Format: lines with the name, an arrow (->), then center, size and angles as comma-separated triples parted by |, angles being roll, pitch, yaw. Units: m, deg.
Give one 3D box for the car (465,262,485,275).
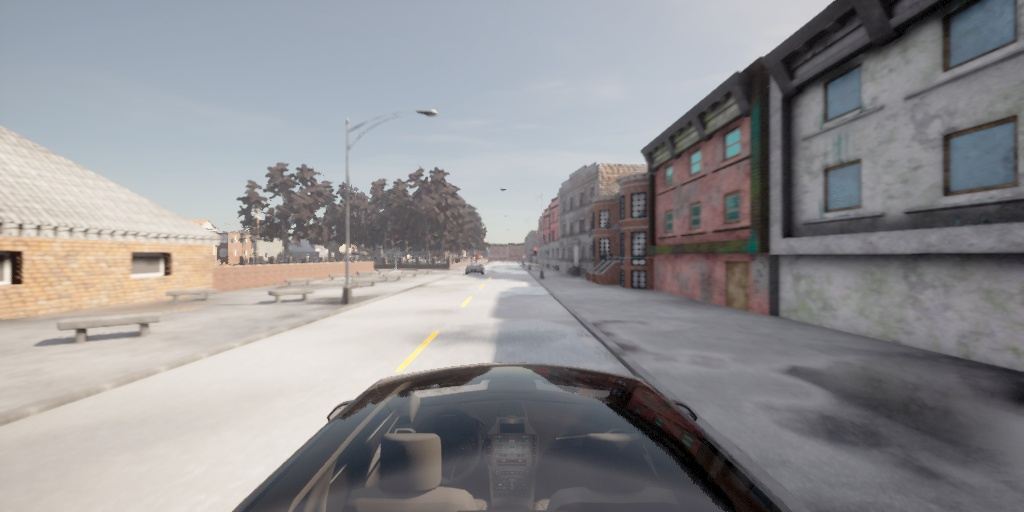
car -> -4.037, 1.389, 39.829 | 1.994, 1.385, 4.181 | 0, 0, 0
